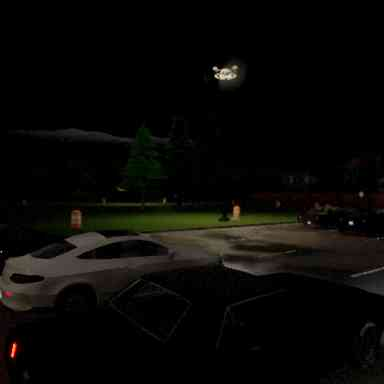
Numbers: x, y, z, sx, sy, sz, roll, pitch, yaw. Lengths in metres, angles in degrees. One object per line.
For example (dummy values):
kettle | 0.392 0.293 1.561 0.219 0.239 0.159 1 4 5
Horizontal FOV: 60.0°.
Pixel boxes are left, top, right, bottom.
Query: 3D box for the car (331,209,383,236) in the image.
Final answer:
car | 10.601 1.748 19.903 4.181 1.385 1.994 1 0 -35

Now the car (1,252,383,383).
car | 0.491 1.625 4.096 4.718 1.301 1.895 1 0 -35

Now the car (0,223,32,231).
car | -4.995 1.557 8.784 5.357 1.411 2.033 1 0 -35

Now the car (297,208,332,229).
car | 9.691 1.798 23.625 4.718 1.301 1.895 1 0 -35

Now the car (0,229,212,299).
car | -1.393 1.552 7.052 4.674 1.442 1.812 1 0 -36
